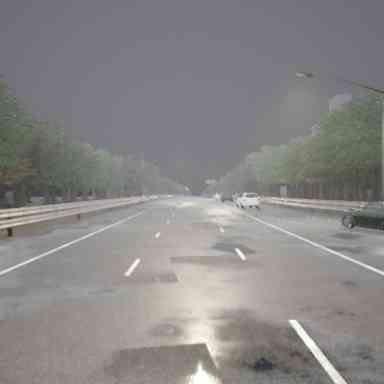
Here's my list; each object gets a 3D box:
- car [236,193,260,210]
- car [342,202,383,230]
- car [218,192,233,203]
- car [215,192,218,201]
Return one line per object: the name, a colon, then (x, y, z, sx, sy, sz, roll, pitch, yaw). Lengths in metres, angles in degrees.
car: (7.094, 1.127, 42.587, 2.150, 2.045, 5.566, 0, 0, -2)
car: (10.698, 1.340, 18.851, 2.097, 1.767, 4.553, 0, 0, -15)
car: (6.985, 1.075, 67.233, 2.150, 2.045, 5.566, 0, 0, 0)
car: (7.028, 1.118, 84.347, 2.150, 2.045, 5.566, 0, 0, 0)
